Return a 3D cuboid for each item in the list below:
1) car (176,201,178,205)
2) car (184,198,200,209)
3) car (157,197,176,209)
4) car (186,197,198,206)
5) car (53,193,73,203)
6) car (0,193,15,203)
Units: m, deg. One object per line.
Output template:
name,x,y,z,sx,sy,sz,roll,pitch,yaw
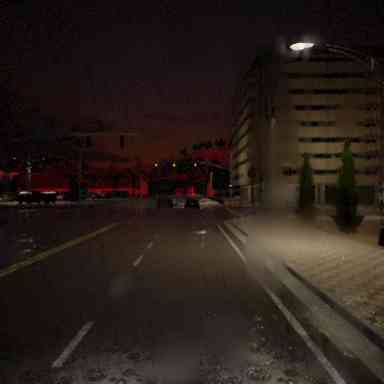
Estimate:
car,-3.483,1.476,54.122,1.812,1.442,4.674,0,0,0
car,0.014,1.498,44.107,1.994,1.385,4.181,0,0,0
car,-3.486,1.411,43.692,1.882,1.535,5.008,0,0,0
car,0.018,1.552,54.222,1.895,1.301,4.718,0,0,0
car,-30.186,1.323,78.117,1.970,1.475,3.806,0,0,0
car,-36.012,1.337,63.037,1.970,1.475,3.806,0,0,0
